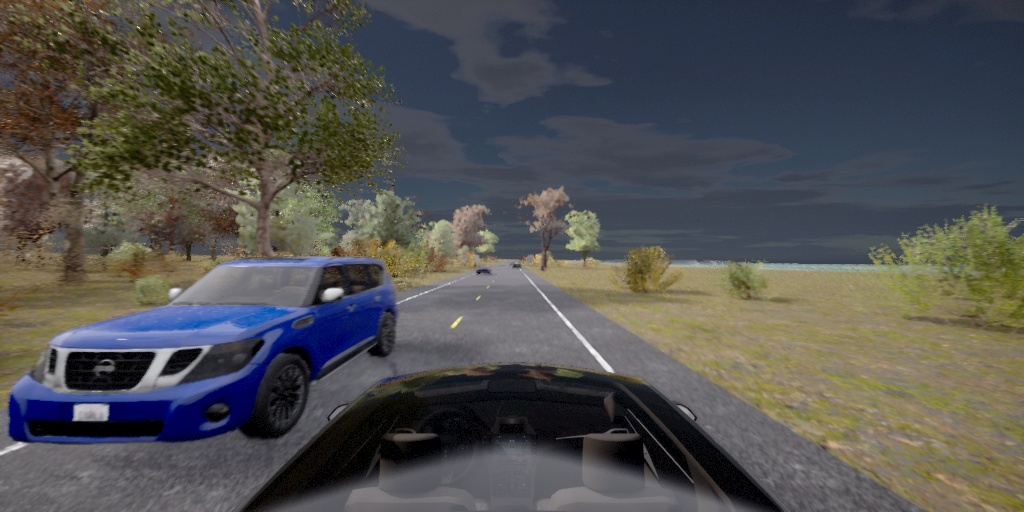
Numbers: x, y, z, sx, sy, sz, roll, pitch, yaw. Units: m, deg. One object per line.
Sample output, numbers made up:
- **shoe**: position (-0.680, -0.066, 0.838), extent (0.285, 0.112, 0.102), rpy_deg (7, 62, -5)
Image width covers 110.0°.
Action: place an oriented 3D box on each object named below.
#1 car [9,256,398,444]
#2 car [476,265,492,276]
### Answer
- **car**: position (-3.600, 1.016, 5.831), extent (2.150, 2.045, 5.566), rpy_deg (0, -1, 0)
- **car**: position (-3.577, 1.826, 46.139), extent (1.895, 1.301, 4.718), rpy_deg (0, -1, 0)
